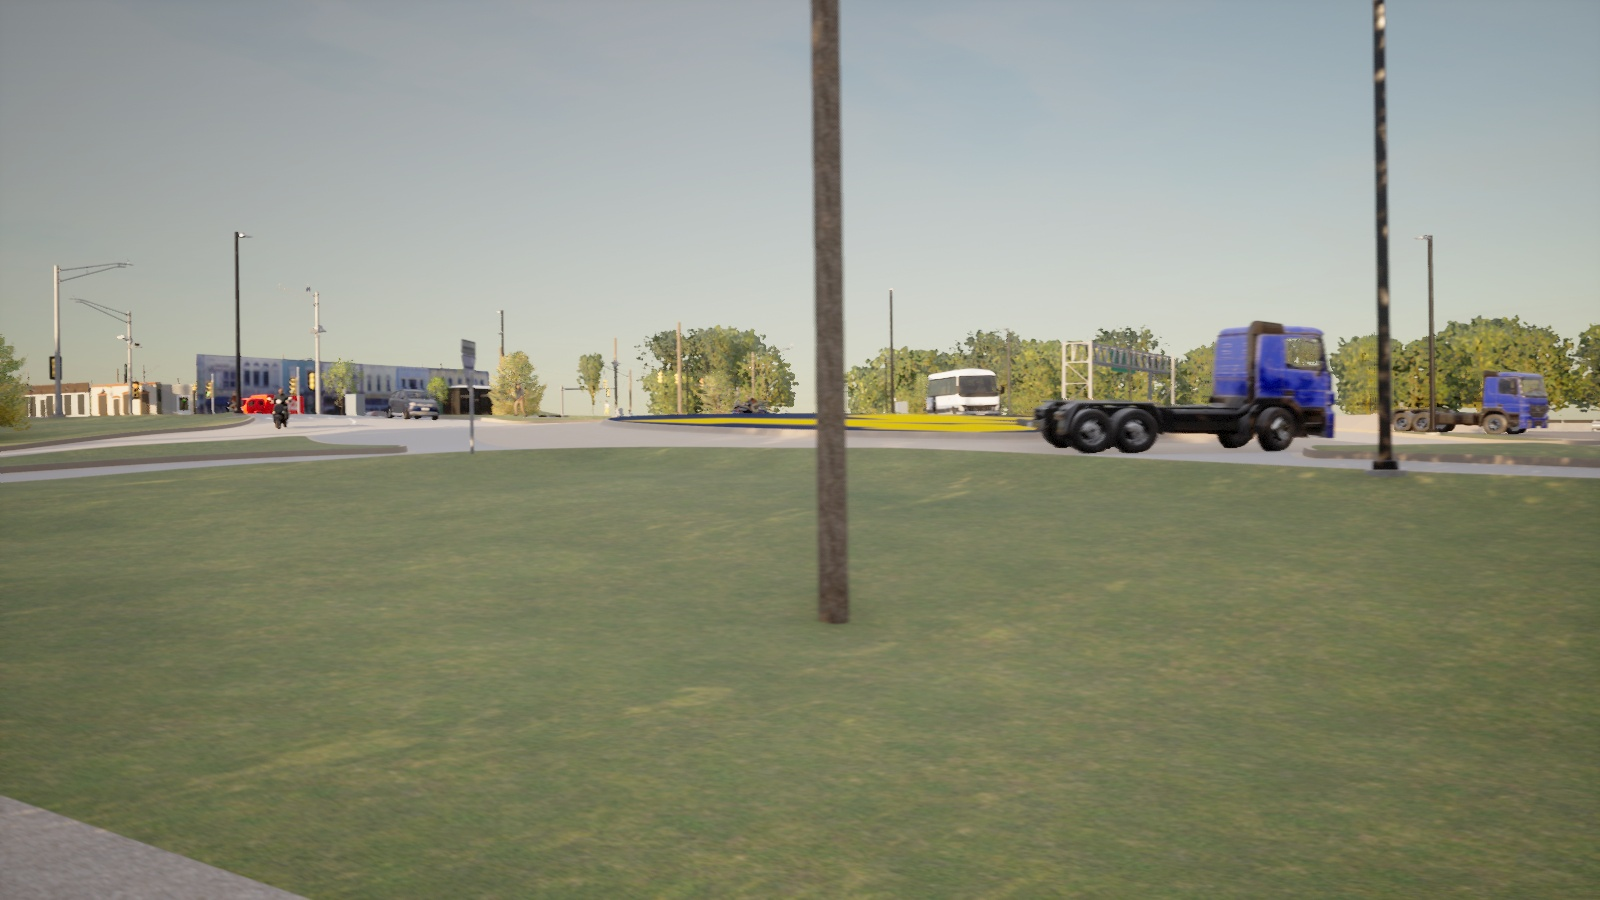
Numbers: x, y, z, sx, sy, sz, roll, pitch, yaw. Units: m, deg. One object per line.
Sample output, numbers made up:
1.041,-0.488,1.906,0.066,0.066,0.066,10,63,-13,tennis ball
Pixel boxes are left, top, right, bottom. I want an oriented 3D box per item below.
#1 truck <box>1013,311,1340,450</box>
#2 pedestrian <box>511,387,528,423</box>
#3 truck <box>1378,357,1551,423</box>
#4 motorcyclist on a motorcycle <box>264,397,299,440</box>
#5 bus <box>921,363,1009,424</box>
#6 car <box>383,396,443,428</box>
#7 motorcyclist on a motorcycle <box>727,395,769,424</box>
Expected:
10.047,-1.898,33.931,7.936,3.462,2.891,-1,3,-7,truck
-14.989,-2.400,67.116,0.540,1.848,0.694,-2,0,34,pedestrian
36.615,-3.288,69.524,2.891,3.462,7.936,-2,3,-37,truck
-20.064,-1.245,48.596,0.866,1.590,1.817,-2,4,-12,motorcyclist on a motorcycle
12.567,-4.270,96.924,3.944,4.253,10.273,-2,1,-8,bus
-19.833,-1.954,64.275,1.789,1.549,3.705,0,2,-36,car
-2.922,-2.280,70.619,2.191,1.530,0.866,-1,-1,-11,motorcyclist on a motorcycle
